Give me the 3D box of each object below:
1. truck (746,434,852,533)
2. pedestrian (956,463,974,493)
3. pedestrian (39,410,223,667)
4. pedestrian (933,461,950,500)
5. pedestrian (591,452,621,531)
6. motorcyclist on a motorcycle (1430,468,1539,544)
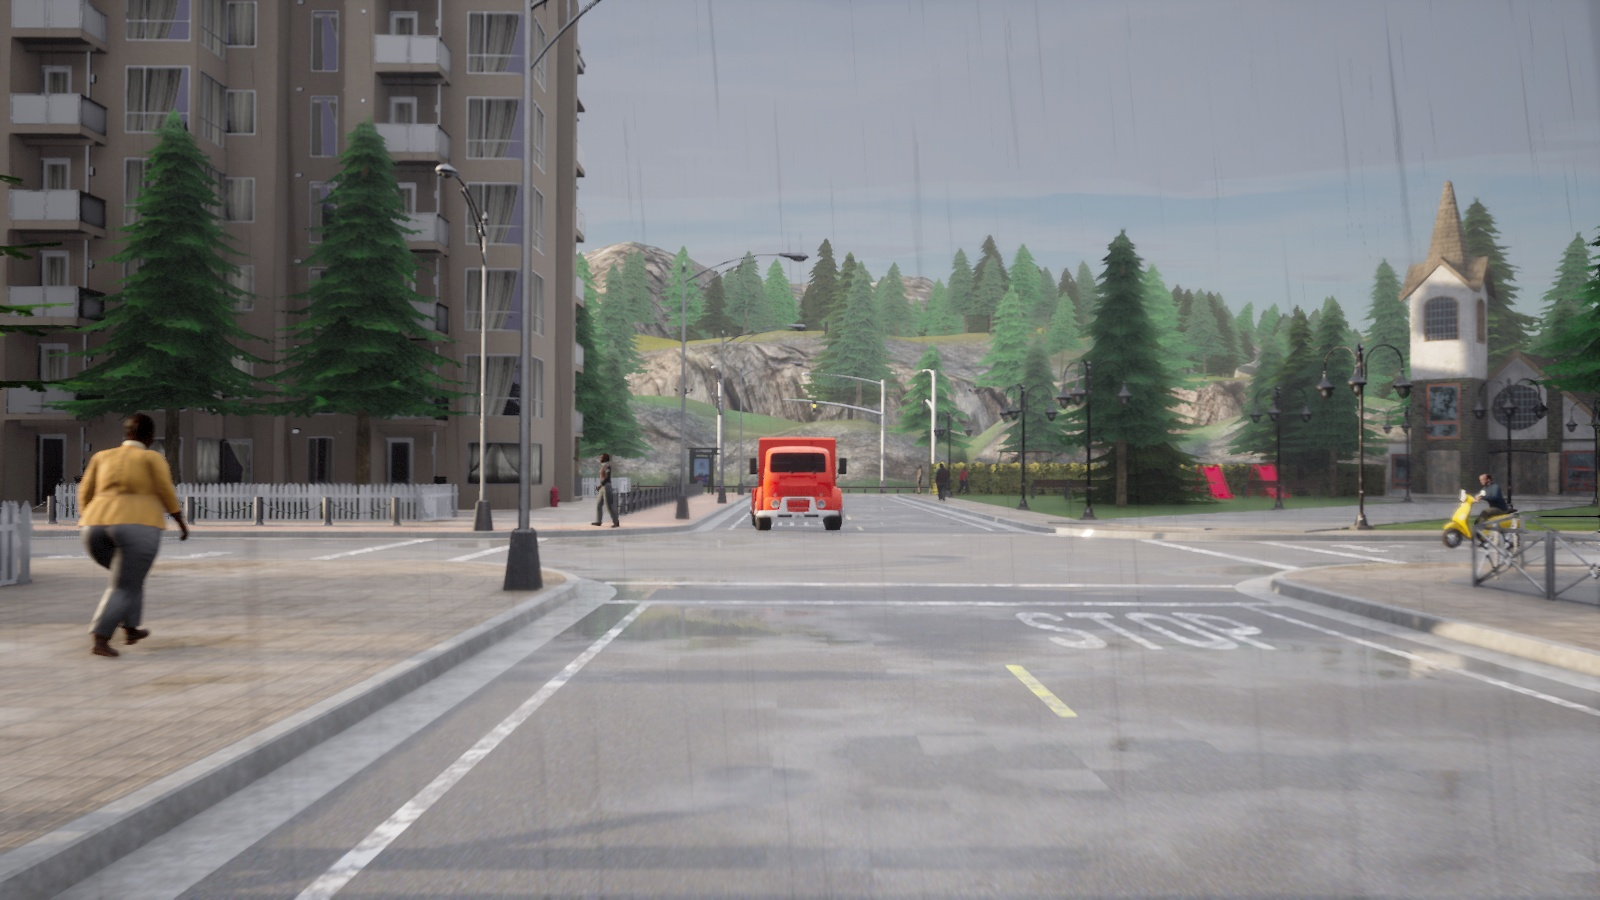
[{"bbox_3d":[-0.064,0.908,34.150,2.627,2.467,5.204,-1,-2,-1],"label":"truck"},{"bbox_3d":[10.035,1.714,76.397,0.899,1.844,0.634,-1,-1,38],"label":"pedestrian"},{"bbox_3d":[-5.089,0.651,9.606,0.874,1.855,0.900,0,-1,9],"label":"pedestrian"},{"bbox_3d":[6.807,1.459,60.378,0.634,1.844,0.899,0,-1,-4],"label":"pedestrian"},{"bbox_3d":[-4.750,1.009,30.762,0.666,1.930,0.402,0,-1,-20],"label":"pedestrian"},{"bbox_3d":[14.454,1.170,26.557,1.817,1.590,0.866,0,-1,-1],"label":"motorcyclist on a motorcycle"}]
